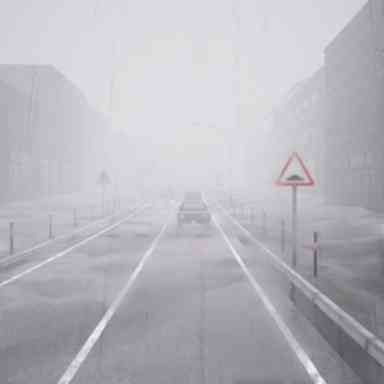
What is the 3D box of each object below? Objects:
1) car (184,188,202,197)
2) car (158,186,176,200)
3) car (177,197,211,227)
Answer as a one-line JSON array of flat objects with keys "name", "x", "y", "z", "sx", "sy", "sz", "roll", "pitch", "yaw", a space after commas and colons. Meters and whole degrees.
[{"name": "car", "x": 0.102, "y": 0.252, "z": 38.303, "sx": 1.882, "sy": 1.535, "sz": 5.008, "roll": 0, "pitch": 4, "yaw": 0}, {"name": "car", "x": -3.074, "y": 0.059, "z": 41.475, "sx": 1.882, "sy": 1.535, "sz": 5.008, "roll": 0, "pitch": 3, "yaw": 0}, {"name": "car", "x": 0.091, "y": 1.254, "z": 20.129, "sx": 1.895, "sy": 1.301, "sz": 4.718, "roll": 0, "pitch": 2, "yaw": 0}]
